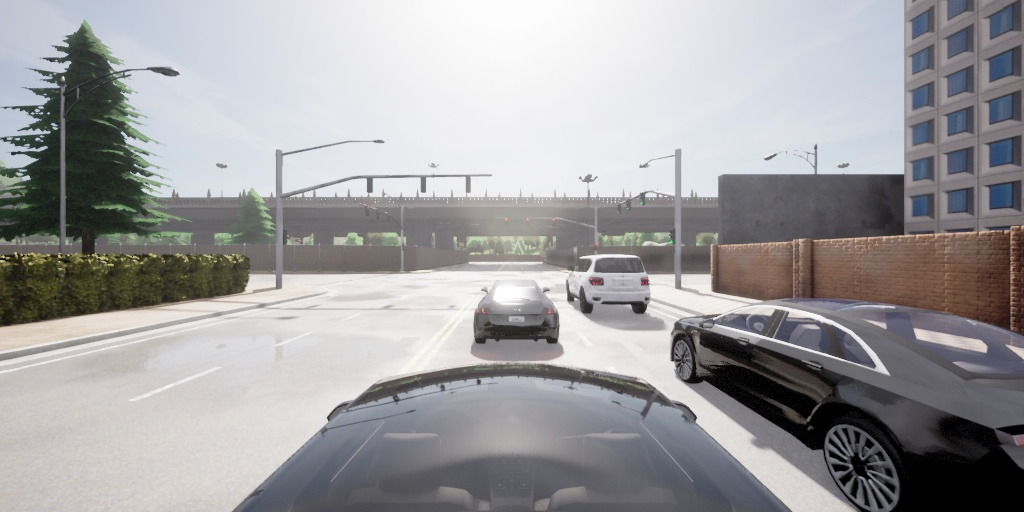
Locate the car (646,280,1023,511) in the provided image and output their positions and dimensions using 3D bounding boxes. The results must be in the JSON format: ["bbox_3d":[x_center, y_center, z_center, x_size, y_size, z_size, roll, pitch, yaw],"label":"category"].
[{"bbox_3d":[3.597,1.242,4.187,2.128,1.511,4.902,0,0,0],"label":"car"}]

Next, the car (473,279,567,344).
[{"bbox_3d":[0.099,1.316,9.650,1.994,1.385,4.181,0,0,0],"label":"car"}]

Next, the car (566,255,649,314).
[{"bbox_3d":[3.498,0.975,13.993,2.150,2.045,5.566,0,0,0],"label":"car"}]
